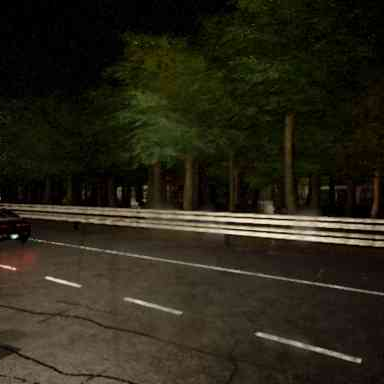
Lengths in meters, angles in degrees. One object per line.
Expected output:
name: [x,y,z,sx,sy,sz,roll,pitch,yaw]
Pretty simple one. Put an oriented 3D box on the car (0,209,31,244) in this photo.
car: [-8.986,1.509,14.585,4.892,1.490,1.837,0,0,36]
